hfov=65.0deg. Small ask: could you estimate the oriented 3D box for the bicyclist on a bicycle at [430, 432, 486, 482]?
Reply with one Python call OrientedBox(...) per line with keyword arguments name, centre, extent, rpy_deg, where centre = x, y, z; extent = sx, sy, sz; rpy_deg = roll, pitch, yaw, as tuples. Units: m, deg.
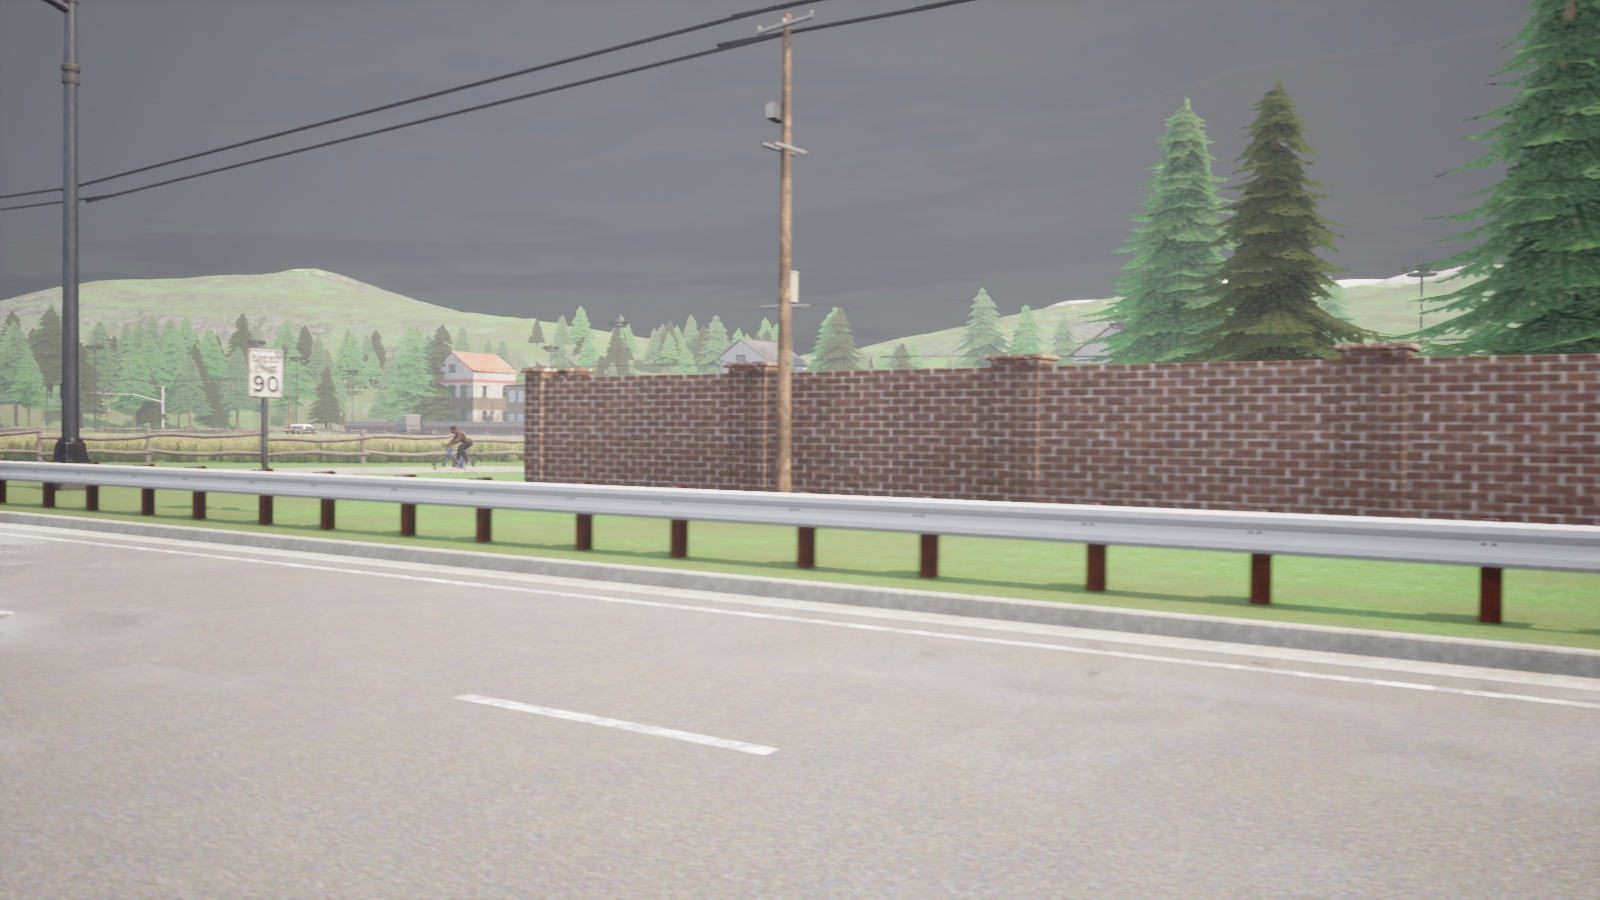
OrientedBox(name="bicyclist on a bicycle", centre=(-11.348, 0.219, 41.640), extent=(1.656, 1.620, 0.582), rpy_deg=(-1, 1, -31))
